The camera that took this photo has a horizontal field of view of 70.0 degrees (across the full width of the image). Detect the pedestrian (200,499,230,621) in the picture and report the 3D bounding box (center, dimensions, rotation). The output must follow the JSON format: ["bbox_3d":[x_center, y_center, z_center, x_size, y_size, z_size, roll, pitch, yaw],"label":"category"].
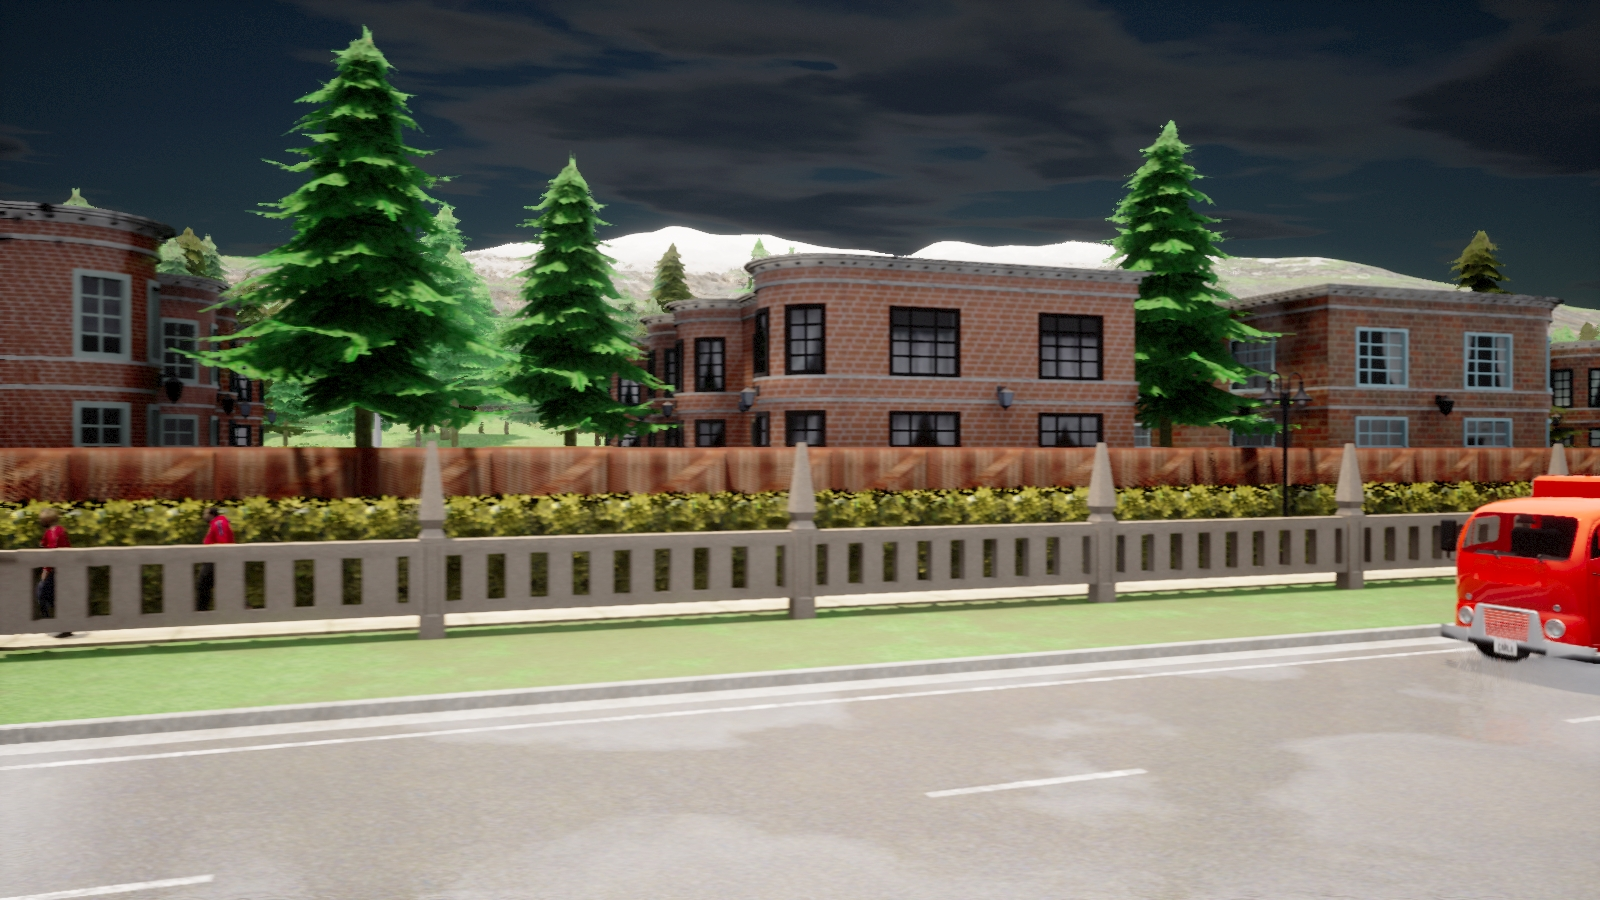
[{"bbox_3d":[-9.136,1.702,17.847,0.375,1.860,0.375,0,0,-21],"label":"pedestrian"}]

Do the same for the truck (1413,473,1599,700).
[{"bbox_3d":[10.995,1.562,14.756,5.204,2.467,2.627,0,0,-20],"label":"truck"}]

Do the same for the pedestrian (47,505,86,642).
[{"bbox_3d":[-10.206,1.703,15.902,0.375,1.860,0.375,0,0,-20],"label":"pedestrian"}]
